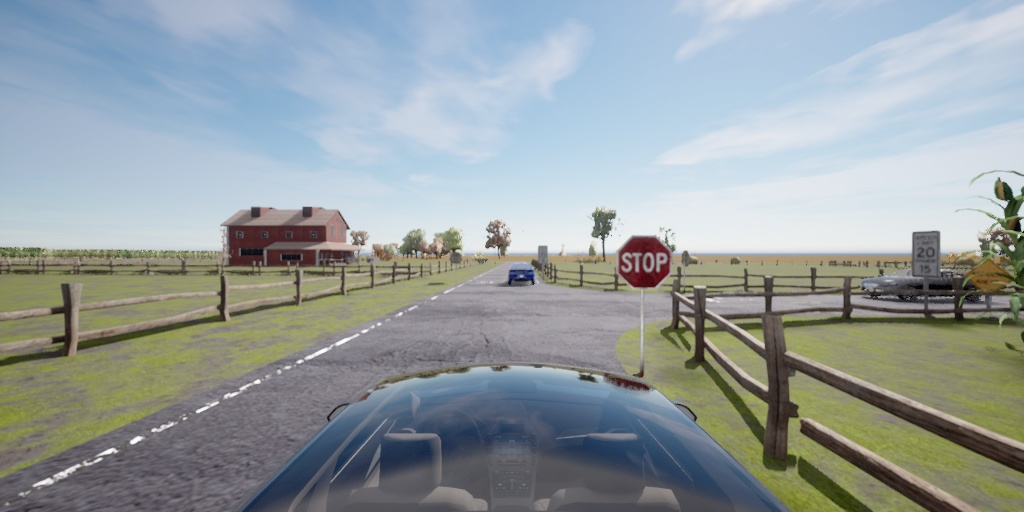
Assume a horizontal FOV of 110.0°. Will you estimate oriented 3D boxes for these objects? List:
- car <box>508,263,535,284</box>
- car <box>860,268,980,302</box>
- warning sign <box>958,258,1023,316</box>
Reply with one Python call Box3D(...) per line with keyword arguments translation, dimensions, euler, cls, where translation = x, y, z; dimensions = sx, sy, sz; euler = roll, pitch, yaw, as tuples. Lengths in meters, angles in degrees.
Box3D(translation=(0.731, 1.284, 27.760), dimensions=(1.882, 1.535, 5.008), euler=(0, 0, 1), cls="car")
Box3D(translation=(19.790, 1.354, 17.354), dimensions=(4.902, 1.511, 2.128), euler=(0, 0, 1), cls="car")
Box3D(translation=(16.117, 1.000, 12.124), dimensions=(1.060, 1.860, 1.300), euler=(0, 0, 1), cls="warning sign")
